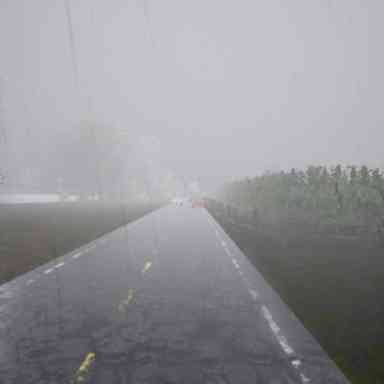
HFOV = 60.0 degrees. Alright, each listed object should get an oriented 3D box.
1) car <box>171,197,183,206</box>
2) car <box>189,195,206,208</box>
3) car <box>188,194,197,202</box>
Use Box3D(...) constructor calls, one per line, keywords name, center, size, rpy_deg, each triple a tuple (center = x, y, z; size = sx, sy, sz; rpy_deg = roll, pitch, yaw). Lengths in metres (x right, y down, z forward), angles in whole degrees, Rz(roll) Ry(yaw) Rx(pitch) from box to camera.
Box3D(name="car", center=(-2.694, 1.679, 58.794), size=(1.812, 1.442, 4.674), rpy_deg=(0, 0, 1))
Box3D(name="car", center=(1.040, 1.483, 50.785), size=(2.097, 1.767, 4.553), rpy_deg=(0, 0, 0))
Box3D(name="car", center=(0.134, 1.435, 82.588), size=(2.097, 1.767, 4.553), rpy_deg=(0, 0, 0))
